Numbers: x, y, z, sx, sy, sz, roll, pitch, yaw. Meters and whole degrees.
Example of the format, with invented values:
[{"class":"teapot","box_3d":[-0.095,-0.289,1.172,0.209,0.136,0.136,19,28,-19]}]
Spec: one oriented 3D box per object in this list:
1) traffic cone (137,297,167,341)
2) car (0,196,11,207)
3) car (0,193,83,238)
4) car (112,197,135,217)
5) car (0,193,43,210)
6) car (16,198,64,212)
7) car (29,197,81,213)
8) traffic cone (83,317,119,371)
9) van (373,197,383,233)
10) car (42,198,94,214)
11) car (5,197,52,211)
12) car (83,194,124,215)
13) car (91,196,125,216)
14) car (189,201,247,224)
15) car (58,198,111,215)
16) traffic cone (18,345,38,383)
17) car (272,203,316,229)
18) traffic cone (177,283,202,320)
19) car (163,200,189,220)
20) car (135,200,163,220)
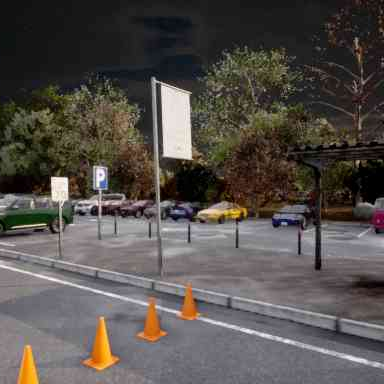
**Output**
[{"class":"traffic cone","box_3d":[-0.626,1.957,5.225,0.340,0.580,0.340,0,0,35]},{"class":"car","box_3d":[-29.253,1.332,47.815,1.946,1.575,5.366,1,0,35]},{"class":"car","box_3d":[-8.918,1.221,17.290,2.435,2.045,5.566,0,0,35]},{"class":"car","box_3d":[-4.365,1.469,30.117,2.097,1.535,5.008,0,0,35]},{"class":"car","box_3d":[-22.560,1.153,42.853,2.435,2.045,5.566,0,0,35]},{"class":"car","box_3d":[-18.013,1.468,39.659,2.163,1.488,4.792,0,0,35]},{"class":"car","box_3d":[-15.622,1.444,38.241,1.946,1.575,5.366,0,0,35]},{"class":"traffic cone","box_3d":[-1.201,1.957,4.408,0.340,0.580,0.340,0,0,35]},{"class":"van","box_3d":[11.598,1.264,19.042,1.878,1.987,4.442,0,0,35]},{"class":"car","box_3d":[-13.458,1.454,36.490,2.097,1.535,5.008,0,0,35]},{"class":"car","box_3d":[-20.257,1.451,41.306,2.163,1.488,4.792,0,0,35]},{"class":"car","box_3d":[-8.928,1.212,33.279,2.435,2.045,5.566,0,0,35]},{"class":"car","box_3d":[-6.637,1.466,31.712,2.097,1.535,5.008,0,0,35]},{"class":"car","box_3d":[2.339,1.475,25.175,1.946,1.575,5.366,0,0,35]},{"class":"car","box_3d":[-11.185,1.461,34.892,2.231,1.521,4.892,0,0,35]},{"class":"traffic cone","box_3d":[-1.776,1.957,3.592,0.340,0.580,0.340,0,0,35]},{"class":"car","box_3d":[6.972,1.513,22.113,2.163,1.488,4.792,0,0,35]},{"class":"traffic cone","box_3d":[-0.051,1.957,6.041,0.340,0.580,0.340,0,0,36]},{"class":"car","box_3d":[0.191,1.504,26.946,2.163,1.488,4.792,0,0,35]},{"class":"car","box_3d":[-2.093,1.473,28.522,2.231,1.521,4.892,0,0,35]}]
